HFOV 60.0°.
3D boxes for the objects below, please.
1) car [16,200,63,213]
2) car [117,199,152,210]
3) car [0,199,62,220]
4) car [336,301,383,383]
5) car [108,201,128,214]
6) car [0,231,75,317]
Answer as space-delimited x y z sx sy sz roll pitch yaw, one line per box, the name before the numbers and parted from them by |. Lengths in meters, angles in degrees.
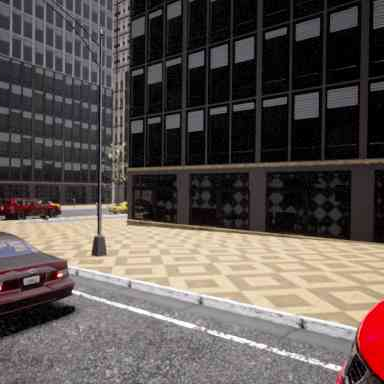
car | -17.862 1.642 39.158 1.752 1.417 4.829 1 0 37
car | -8.204 1.776 47.812 1.837 1.490 4.892 1 0 37
car | -14.385 1.518 29.775 2.192 1.841 5.009 1 0 37
car | 3.501 1.222 1.178 5.566 2.045 2.150 0 0 36
car | -7.567 1.829 38.972 1.752 1.417 4.829 1 0 37
car | -4.772 1.544 7.100 5.357 1.411 2.033 0 0 35
